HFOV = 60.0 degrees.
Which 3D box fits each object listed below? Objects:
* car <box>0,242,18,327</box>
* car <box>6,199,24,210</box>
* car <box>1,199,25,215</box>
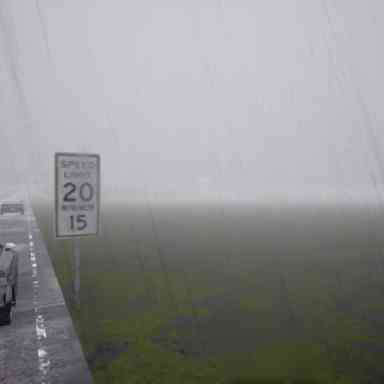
[{"bbox_3d":[-4.554,1.562,6.526,1.994,1.385,4.181,0,0,-27],"label":"car"},{"bbox_3d":[-22.649,1.558,42.763,1.895,1.301,4.718,0,0,-26],"label":"car"},{"bbox_3d":[-17.919,1.455,33.393,1.882,1.535,5.008,0,0,-26],"label":"car"}]
